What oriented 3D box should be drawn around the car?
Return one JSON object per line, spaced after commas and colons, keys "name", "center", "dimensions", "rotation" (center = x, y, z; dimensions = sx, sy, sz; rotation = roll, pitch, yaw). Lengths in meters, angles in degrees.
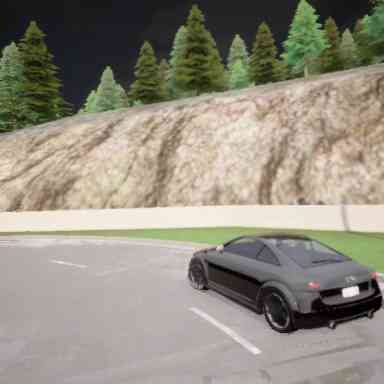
{"name": "car", "center": [1.526, 1.503, 6.832], "dimensions": [1.994, 1.385, 4.181], "rotation": [-2, 0, -26]}
